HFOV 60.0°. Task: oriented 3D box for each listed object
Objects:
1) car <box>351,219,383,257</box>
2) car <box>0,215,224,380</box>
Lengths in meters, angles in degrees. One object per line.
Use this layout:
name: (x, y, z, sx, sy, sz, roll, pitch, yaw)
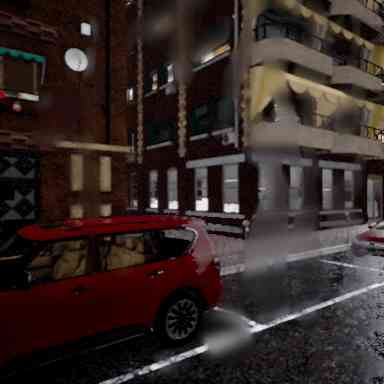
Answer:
car: (7.163, 1.517, 11.394, 4.206, 1.307, 1.802, -1, 1, -36)
car: (-1.784, 1.347, 4.825, 5.009, 1.841, 2.192, -1, 1, -36)
